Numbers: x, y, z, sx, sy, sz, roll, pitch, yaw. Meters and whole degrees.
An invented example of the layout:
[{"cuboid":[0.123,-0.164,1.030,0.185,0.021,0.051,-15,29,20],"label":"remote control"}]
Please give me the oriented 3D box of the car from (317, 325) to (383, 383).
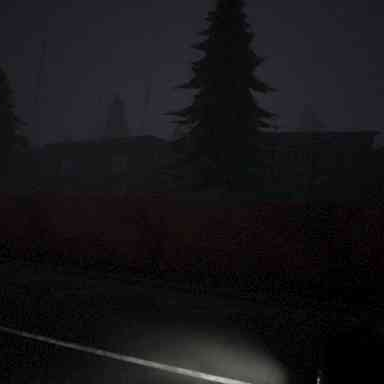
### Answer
[{"cuboid":[3.637,1.788,2.751,4.892,1.490,1.837,1,-3,18],"label":"car"}]
